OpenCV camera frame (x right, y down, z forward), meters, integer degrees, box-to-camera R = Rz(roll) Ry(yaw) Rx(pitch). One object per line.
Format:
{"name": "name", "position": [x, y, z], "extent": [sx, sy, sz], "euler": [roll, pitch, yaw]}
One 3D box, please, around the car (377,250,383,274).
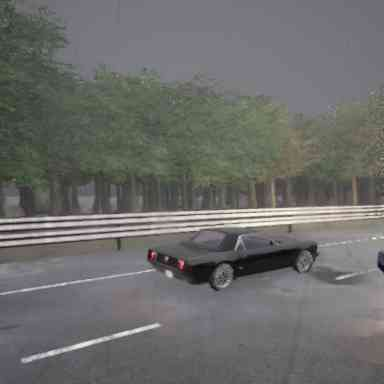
{"name": "car", "position": [6.764, 1.599, 8.372], "extent": [4.718, 1.301, 1.895], "euler": [0, 0, -34]}

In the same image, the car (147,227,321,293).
{"name": "car", "position": [1.305, 1.591, 8.884], "extent": [4.718, 1.301, 1.895], "euler": [0, 0, -35]}
